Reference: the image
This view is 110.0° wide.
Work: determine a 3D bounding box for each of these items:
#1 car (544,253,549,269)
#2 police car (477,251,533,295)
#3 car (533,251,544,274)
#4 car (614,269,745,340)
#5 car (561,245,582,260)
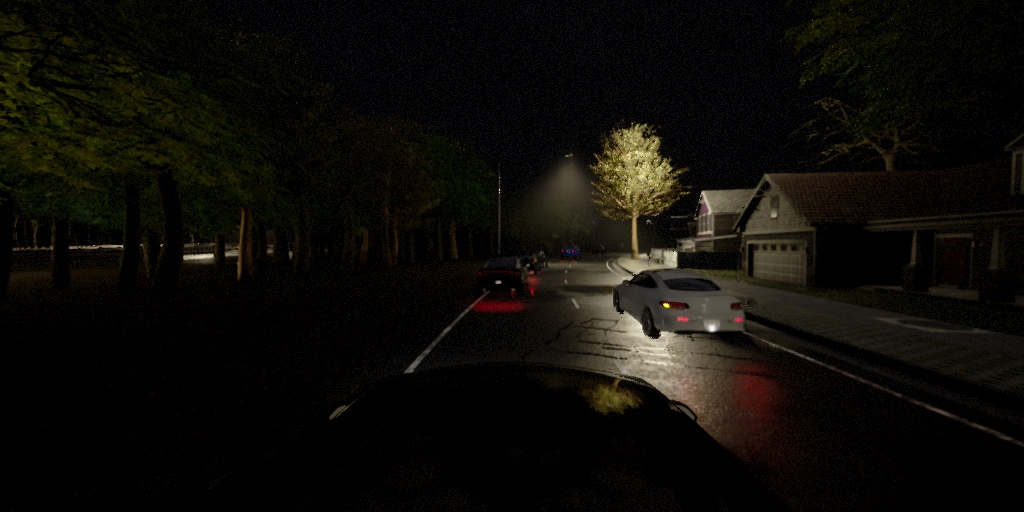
[{"bbox_3d":[2.155,0.288,31.829,1.837,1.490,4.892,0,2,12],"label":"car"},{"bbox_3d":[-0.259,0.710,16.208,1.930,1.638,5.238,0,2,6],"label":"police car"},{"bbox_3d":[1.056,0.497,25.962,1.812,1.442,4.674,0,2,9],"label":"car"},{"bbox_3d":[3.930,1.044,9.106,1.812,1.442,4.674,0,2,3],"label":"car"},{"bbox_3d":[8.402,-0.595,50.516,2.150,2.045,5.566,1,2,21],"label":"car"}]
